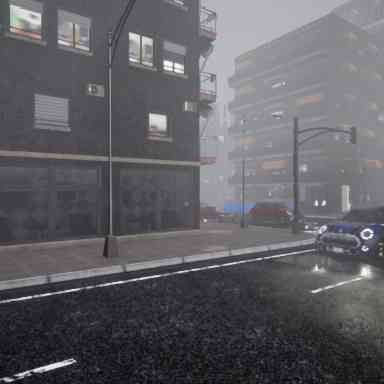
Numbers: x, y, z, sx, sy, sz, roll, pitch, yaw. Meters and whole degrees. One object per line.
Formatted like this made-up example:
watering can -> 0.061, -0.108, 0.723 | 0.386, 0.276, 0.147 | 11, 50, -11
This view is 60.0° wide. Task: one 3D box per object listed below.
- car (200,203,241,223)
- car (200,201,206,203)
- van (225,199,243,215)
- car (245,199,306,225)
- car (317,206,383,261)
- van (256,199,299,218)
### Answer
car -> 1.852, 1.874, 28.654 | 1.802, 1.307, 4.206 | -1, 0, -36
car -> 0.695, 1.707, 34.586 | 2.097, 1.767, 4.553 | 0, -1, -36
van -> 5.297, 1.676, 38.079 | 1.690, 1.788, 3.998 | -1, 0, -36
car -> 6.682, 1.574, 26.417 | 2.097, 1.767, 4.553 | 0, -1, -36
car -> 6.705, 1.347, 12.429 | 4.553, 1.767, 2.097 | 0, 0, -35
van -> 8.603, 1.602, 33.556 | 1.690, 1.788, 3.998 | -1, 0, -36
